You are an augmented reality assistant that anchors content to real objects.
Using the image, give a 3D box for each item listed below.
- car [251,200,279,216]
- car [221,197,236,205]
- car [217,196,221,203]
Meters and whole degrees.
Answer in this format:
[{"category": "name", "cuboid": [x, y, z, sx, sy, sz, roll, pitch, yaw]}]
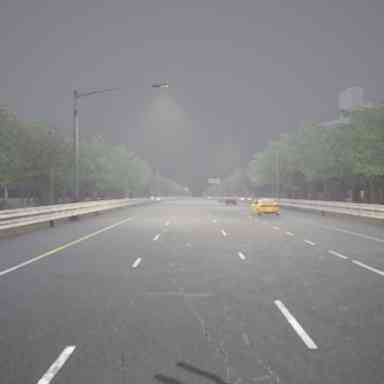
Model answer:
[{"category": "car", "cuboid": [7.024, 1.489, 32.399, 1.882, 1.535, 5.008, 0, 0, 0]}, {"category": "car", "cuboid": [7.136, 1.664, 62.571, 1.882, 1.535, 5.008, 0, -1, 0]}, {"category": "car", "cuboid": [7.273, 1.977, 83.410, 2.033, 1.411, 5.357, 0, -1, 0]}]
